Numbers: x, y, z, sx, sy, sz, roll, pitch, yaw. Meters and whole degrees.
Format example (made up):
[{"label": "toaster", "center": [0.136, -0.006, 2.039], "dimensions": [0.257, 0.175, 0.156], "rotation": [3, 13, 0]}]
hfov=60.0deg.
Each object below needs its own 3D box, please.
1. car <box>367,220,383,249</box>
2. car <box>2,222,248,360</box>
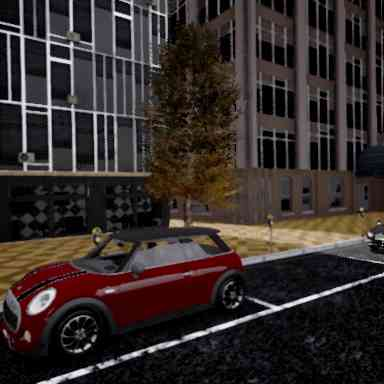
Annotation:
[{"label": "car", "center": [8.247, 1.393, 12.452], "dimensions": [4.403, 1.369, 2.008], "rotation": [-1, 0, -35]}, {"label": "car", "center": [-1.008, 1.412, 5.852], "dimensions": [4.097, 1.590, 1.967], "rotation": [-1, 0, -35]}]
